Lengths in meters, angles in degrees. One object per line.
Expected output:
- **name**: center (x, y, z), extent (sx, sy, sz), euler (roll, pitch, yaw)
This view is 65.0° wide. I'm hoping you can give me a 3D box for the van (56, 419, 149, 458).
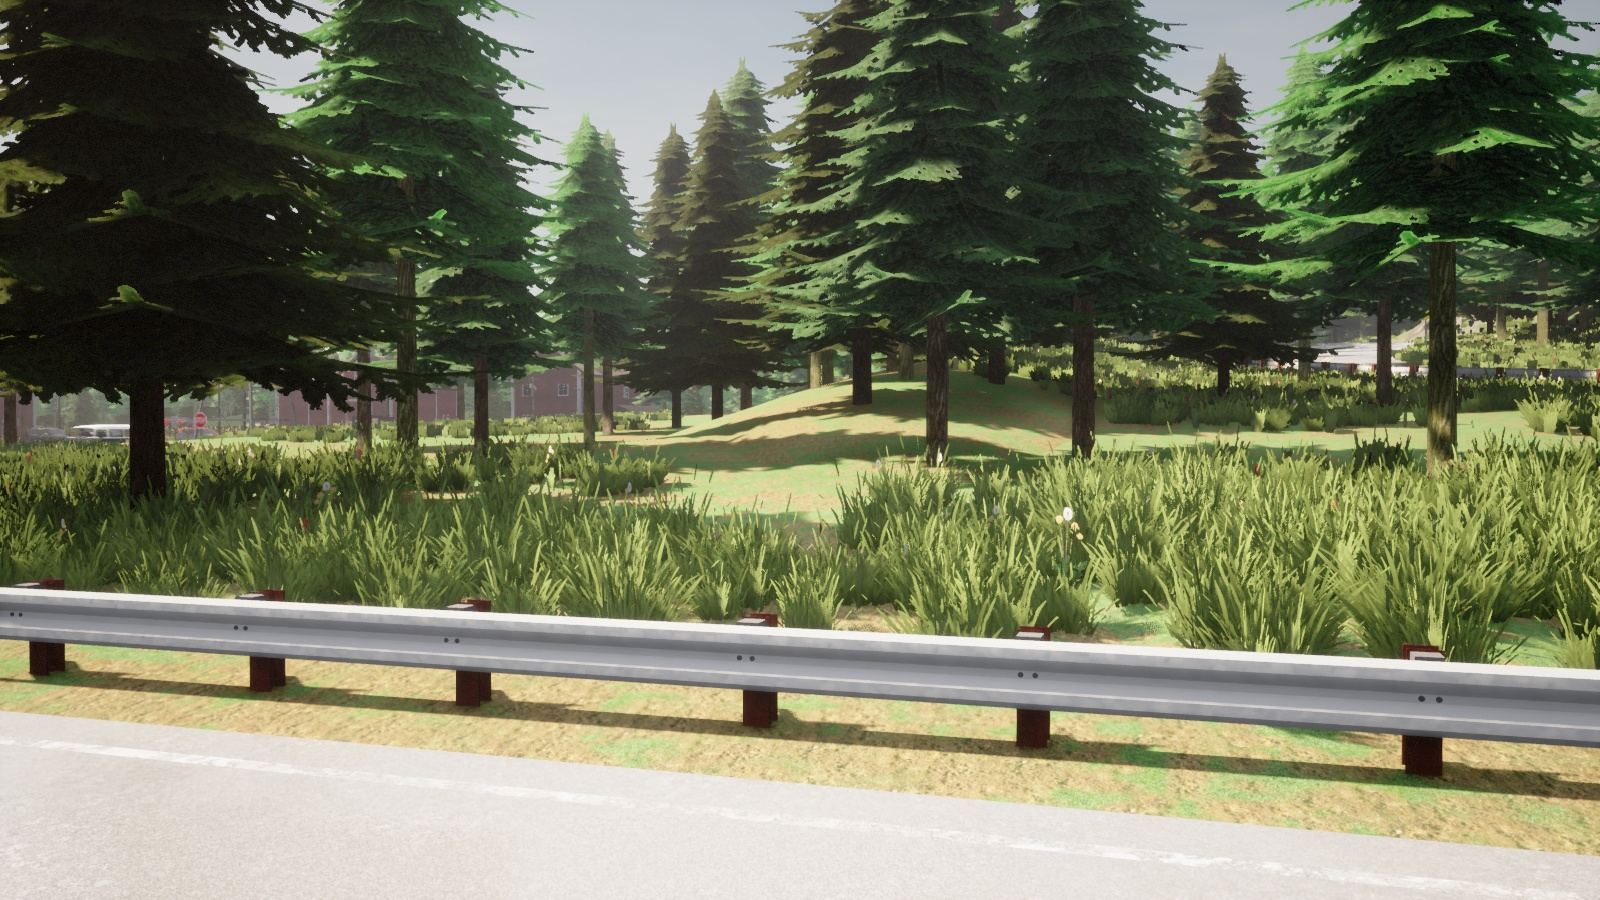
- **van**: center (-37.880, -0.660, 68.329), extent (2.069, 2.038, 4.480), euler (1, 1, 9)
